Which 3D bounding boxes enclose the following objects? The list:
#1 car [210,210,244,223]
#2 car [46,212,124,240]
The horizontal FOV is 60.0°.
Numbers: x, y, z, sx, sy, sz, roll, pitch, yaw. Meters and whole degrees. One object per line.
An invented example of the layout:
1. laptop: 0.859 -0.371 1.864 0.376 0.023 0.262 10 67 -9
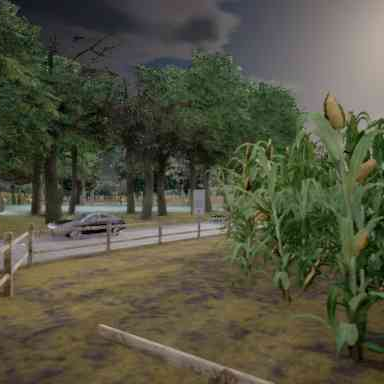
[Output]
1. car: 3.801 2.518 34.432 1.895 1.301 4.718 1 -1 35
2. car: -6.292 1.956 20.110 2.128 1.511 4.902 1 -1 36
